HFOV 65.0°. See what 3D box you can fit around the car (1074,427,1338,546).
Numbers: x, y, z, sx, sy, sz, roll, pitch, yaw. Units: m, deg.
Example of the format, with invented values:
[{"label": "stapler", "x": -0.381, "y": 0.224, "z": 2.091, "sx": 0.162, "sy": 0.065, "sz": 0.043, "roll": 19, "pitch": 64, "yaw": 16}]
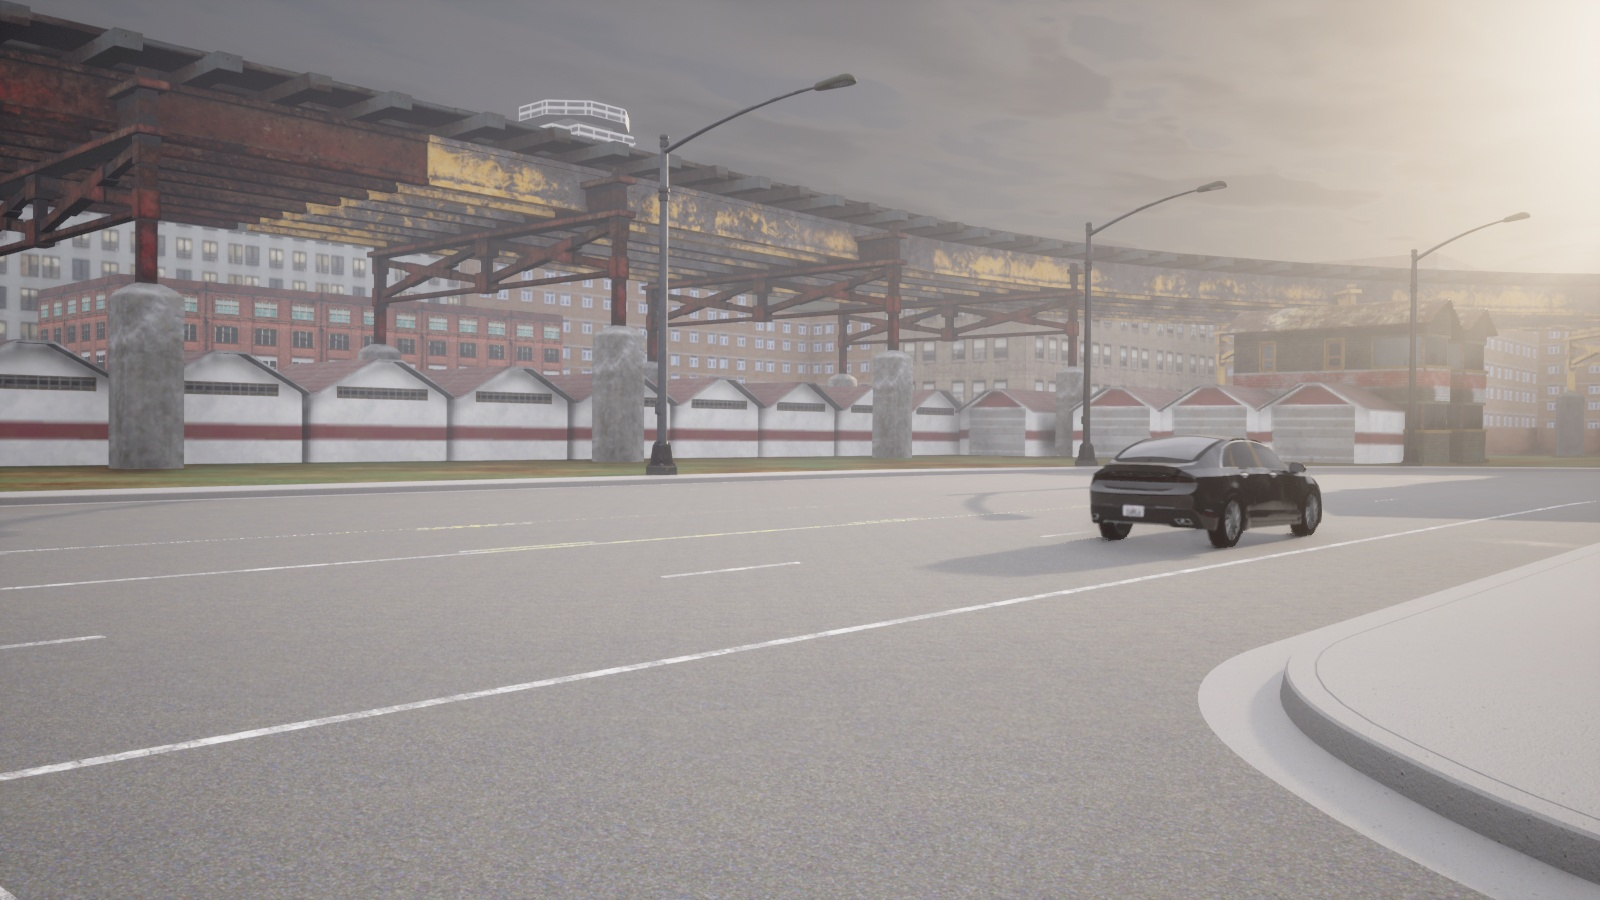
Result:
[{"label": "car", "x": 6.064, "y": 0.431, "z": 18.356, "sx": 1.837, "sy": 1.490, "sz": 4.892, "roll": 0, "pitch": 1, "yaw": 42}]
